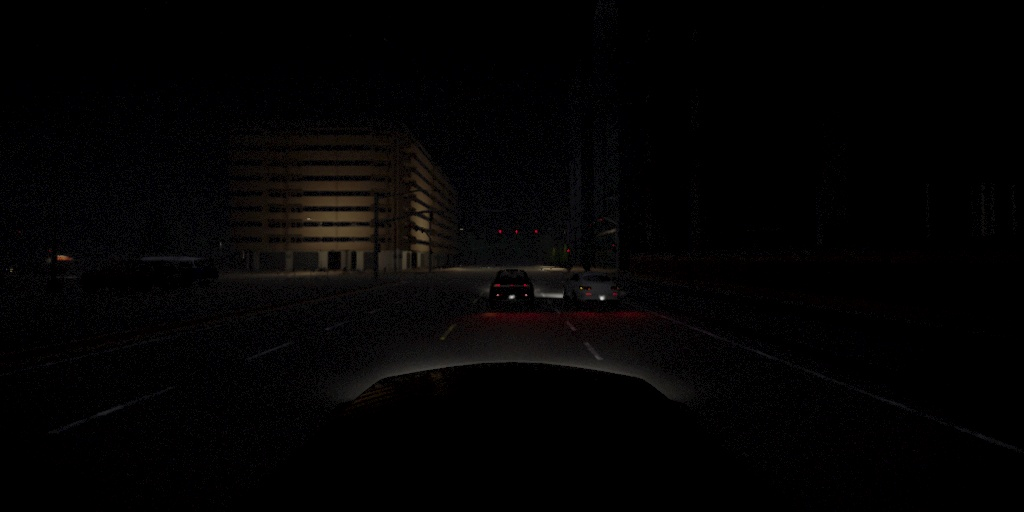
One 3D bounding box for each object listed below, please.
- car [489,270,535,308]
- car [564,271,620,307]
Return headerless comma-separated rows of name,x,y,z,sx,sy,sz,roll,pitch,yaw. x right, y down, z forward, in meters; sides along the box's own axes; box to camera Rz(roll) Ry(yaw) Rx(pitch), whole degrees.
car,-0.001,1.379,16.152,2.128,1.511,4.902,0,0,0
car,3.500,1.413,16.226,1.812,1.442,4.674,0,0,0
